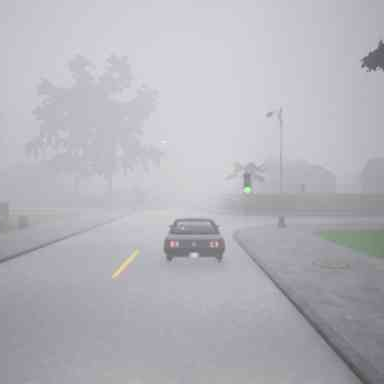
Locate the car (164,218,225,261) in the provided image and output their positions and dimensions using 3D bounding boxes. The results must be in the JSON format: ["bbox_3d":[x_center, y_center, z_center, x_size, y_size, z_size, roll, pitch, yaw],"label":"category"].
[{"bbox_3d":[0.078,1.603,12.225,1.895,1.301,4.718,0,0,0],"label":"car"}]
